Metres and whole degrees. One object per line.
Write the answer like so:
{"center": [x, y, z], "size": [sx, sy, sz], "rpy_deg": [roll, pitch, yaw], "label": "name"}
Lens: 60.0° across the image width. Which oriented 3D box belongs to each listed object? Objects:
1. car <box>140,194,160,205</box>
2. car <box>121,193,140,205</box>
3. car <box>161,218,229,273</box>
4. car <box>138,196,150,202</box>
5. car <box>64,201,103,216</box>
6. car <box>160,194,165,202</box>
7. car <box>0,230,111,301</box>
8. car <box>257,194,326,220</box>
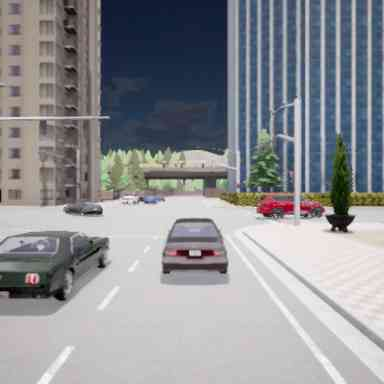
{"center": [-7.059, 1.381, 56.830], "size": [1.882, 1.535, 5.008], "rpy_deg": [0, 0, 0], "label": "car"}
{"center": [-10.554, 1.127, 57.189], "size": [2.150, 2.045, 5.566], "rpy_deg": [0, 0, 1], "label": "car"}
{"center": [0.074, 1.528, 10.582], "size": [2.033, 1.411, 5.357], "rpy_deg": [0, 0, 0], "label": "car"}
{"center": [-10.507, 1.472, 72.555], "size": [1.895, 1.301, 4.718], "rpy_deg": [0, 0, 0], "label": "car"}
{"center": [-10.315, 1.510, 31.433], "size": [4.181, 1.385, 1.994], "rpy_deg": [0, 0, 40], "label": "car"}
{"center": [-7.007, 1.233, 72.030], "size": [2.097, 1.767, 4.553], "rpy_deg": [0, 0, 0], "label": "car"}
{"center": [-3.439, 1.587, 8.236], "size": [1.895, 1.301, 4.718], "rpy_deg": [0, 0, 0], "label": "car"}
{"center": [8.175, 1.175, 27.609], "size": [5.566, 2.045, 2.150], "rpy_deg": [0, -1, -8], "label": "car"}
